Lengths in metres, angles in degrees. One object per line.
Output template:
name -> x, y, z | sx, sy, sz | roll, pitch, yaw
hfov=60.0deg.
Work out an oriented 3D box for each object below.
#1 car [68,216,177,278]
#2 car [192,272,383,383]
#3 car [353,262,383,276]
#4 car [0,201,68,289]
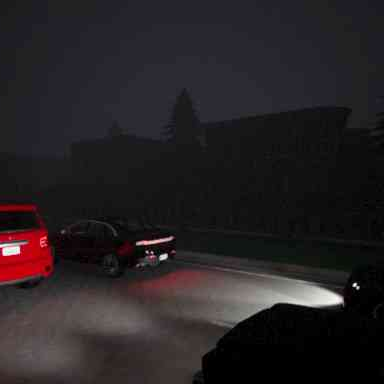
car -> -2.708, 1.497, 10.174 | 4.902, 1.511, 2.128 | 0, 0, 36
car -> 2.334, 1.600, 2.327 | 4.718, 1.301, 1.895 | 0, 0, 36
car -> 4.570, 1.563, 5.030 | 4.181, 1.385, 1.994 | 0, 0, 35
car -> -5.638, 1.228, 7.975 | 5.566, 2.045, 2.150 | 0, 0, 36
